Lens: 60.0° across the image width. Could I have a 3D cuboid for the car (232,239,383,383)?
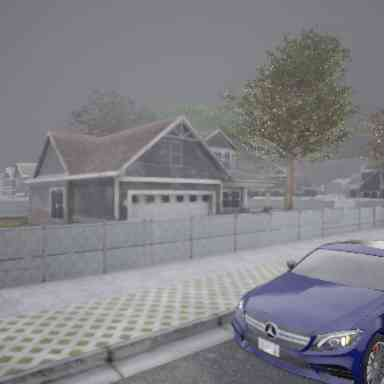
[{"bbox_3d":[2.699,1.559,5.357,4.674,1.442,1.812,0,0,-39],"label":"car"}]
